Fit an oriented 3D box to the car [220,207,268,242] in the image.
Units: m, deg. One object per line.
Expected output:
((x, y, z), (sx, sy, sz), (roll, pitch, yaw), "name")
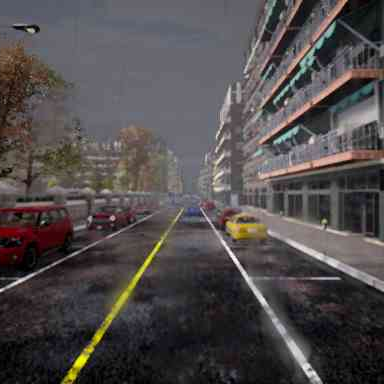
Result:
((2.689, 1.696, 17.154), (1.752, 1.417, 4.829), (0, -1, 0), "car")

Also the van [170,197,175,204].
((-5.685, 2.202, 83.405), (1.690, 1.788, 3.998), (0, -1, 0), "van")

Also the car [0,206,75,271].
((-5.693, 1.429, 11.452), (2.192, 1.841, 5.009), (0, -1, 0), "car")

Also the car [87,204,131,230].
((-5.691, 1.666, 22.521), (1.967, 1.590, 4.097), (0, -1, 0), "car")

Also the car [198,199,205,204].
((2.699, 2.546, 94.472), (1.947, 1.339, 4.313), (0, -1, 0), "car")

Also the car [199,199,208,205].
((2.696, 2.367, 77.868), (1.947, 1.339, 4.313), (0, -1, 0), "car")

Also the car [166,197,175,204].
((-5.684, 2.236, 88.940), (2.192, 1.841, 5.009), (0, -1, 0), "car")

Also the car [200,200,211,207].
((2.695, 2.249, 66.799), (1.947, 1.339, 4.313), (0, -1, 0), "car")

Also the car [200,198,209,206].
((2.695, 2.182, 72.334), (1.967, 1.590, 4.097), (0, -1, 0), "car")

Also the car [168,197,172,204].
((-5.685, 2.235, 66.799), (2.008, 1.369, 4.403), (0, -1, 0), "car")

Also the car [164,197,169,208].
((-5.686, 2.149, 61.094), (1.752, 1.417, 4.829), (0, -1, 0), "car")

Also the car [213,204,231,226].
((2.690, 1.770, 22.519), (1.887, 1.381, 4.507), (0, -1, 0), "car")

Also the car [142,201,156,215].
((-5.689, 1.977, 39.124), (1.802, 1.307, 4.206), (0, -1, 0), "car")

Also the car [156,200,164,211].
((-5.687, 2.091, 50.194), (1.802, 1.307, 4.206), (0, -1, 0), "car")

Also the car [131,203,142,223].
((-5.690, 1.827, 28.055), (1.887, 1.381, 4.507), (0, -1, 0), "car")

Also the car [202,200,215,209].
((2.694, 2.111, 55.728), (1.887, 1.381, 4.507), (0, -1, 0), "car")

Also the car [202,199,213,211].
((2.693, 2.053, 50.194), (1.887, 1.381, 4.507), (0, -1, 0), "car")

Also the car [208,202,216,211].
((2.690, 1.832, 28.054), (2.008, 1.369, 4.403), (0, -1, 0), "car")

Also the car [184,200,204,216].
((0.008, 1.918, 36.759), (2.033, 1.411, 5.357), (0, -1, 0), "car")
